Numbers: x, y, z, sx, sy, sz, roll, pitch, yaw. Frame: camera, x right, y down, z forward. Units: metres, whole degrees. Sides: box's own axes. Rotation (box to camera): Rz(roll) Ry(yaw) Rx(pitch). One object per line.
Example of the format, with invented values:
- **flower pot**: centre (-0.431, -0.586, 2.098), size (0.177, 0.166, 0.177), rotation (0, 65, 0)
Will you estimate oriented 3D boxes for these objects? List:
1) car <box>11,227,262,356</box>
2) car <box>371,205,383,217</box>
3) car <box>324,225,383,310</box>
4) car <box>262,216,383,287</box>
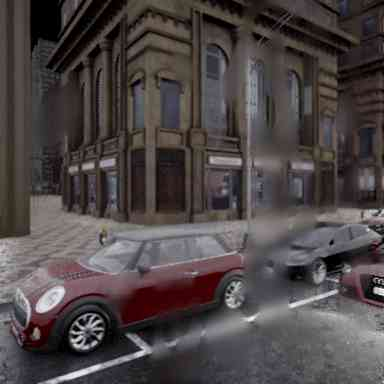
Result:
- **car**: centre (-0.941, 1.425, 5.970), size (4.097, 1.590, 1.967), rotation (0, 0, -35)
- **car**: centre (8.188, 1.233, 12.463), size (5.009, 1.841, 2.192), rotation (0, 0, -35)
- **car**: centre (4.883, 1.517, 6.849), size (4.181, 1.385, 1.994), rotation (0, 0, -35)
- **car**: centre (3.624, 1.517, 9.217), size (4.313, 1.339, 1.947), rotation (0, 0, -35)
